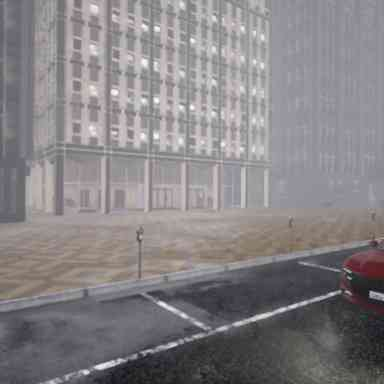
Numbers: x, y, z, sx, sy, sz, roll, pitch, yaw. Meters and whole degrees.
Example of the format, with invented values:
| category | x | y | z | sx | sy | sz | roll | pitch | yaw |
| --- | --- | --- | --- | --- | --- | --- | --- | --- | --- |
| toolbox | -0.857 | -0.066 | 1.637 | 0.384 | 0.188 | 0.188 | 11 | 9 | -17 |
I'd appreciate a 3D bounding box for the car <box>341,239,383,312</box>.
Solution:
| category | x | y | z | sx | sy | sz | roll | pitch | yaw |
| --- | --- | --- | --- | --- | --- | --- | --- | --- | --- |
| car | 5.145 | 1.473 | 7.048 | 5.008 | 1.535 | 1.882 | 0 | 0 | -35 |
